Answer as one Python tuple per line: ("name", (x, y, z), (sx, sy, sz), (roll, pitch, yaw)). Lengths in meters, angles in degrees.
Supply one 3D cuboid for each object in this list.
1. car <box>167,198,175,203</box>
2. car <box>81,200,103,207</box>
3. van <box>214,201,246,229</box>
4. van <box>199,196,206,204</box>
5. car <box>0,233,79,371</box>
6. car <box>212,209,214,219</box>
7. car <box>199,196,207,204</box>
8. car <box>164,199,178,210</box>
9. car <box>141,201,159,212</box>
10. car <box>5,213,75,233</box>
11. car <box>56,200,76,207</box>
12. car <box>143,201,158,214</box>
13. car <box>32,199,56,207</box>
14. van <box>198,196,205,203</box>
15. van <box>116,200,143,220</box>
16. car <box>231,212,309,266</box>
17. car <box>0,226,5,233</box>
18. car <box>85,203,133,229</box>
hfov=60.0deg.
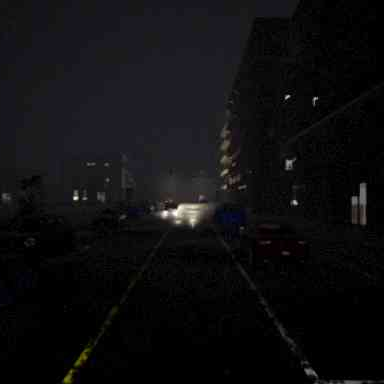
("car", (-5.691, 2.237, 89.302), (1.887, 1.381, 4.507), (1, 0, 0))
("car", (-19.727, 2.231, 65.968), (4.403, 1.369, 2.008), (0, -1, 1))
("van", (2.701, 1.540, 23.111), (1.690, 1.788, 3.998), (1, 0, 0))
("van", (2.693, 1.995, 83.759), (1.690, 1.788, 3.998), (1, 0, 0))
("car", (-3.100, 1.586, 4.209), (2.033, 1.411, 5.357), (0, -1, 0))
("car", (2.697, 1.811, 28.755), (1.947, 1.339, 4.313), (1, 0, 0))
("car", (2.691, 2.166, 78.178), (2.008, 1.369, 4.403), (1, 0, 0))
("car", (-3.007, 2.049, 49.137), (1.895, 1.301, 4.718), (0, 0, 0))
("car", (-5.653, 1.923, 45.658), (1.887, 1.381, 4.507), (1, 0, 0))
("car", (-5.647, 1.544, 11.786), (1.967, 1.590, 4.097), (1, 0, 0))
("car", (-25.208, 2.272, 66.042), (4.313, 1.339, 1.947), (0, -1, 1))
("car", (-5.650, 1.774, 40.013), (1.967, 1.590, 4.097), (1, 0, 0))
("car", (-26.385, 1.960, 57.423), (4.097, 1.590, 1.967), (0, -1, 1))
("van", (2.691, 2.071, 94.921), (1.690, 1.788, 3.998), (1, 0, 0))
("van", (-5.648, 1.586, 28.723), (1.690, 1.788, 3.998), (1, 0, 0))
("car", (2.699, 1.649, 11.818), (1.887, 1.381, 4.507), (1, 0, 0))
("car", (-5.652, 1.495, 6.139), (1.967, 1.590, 4.097), (1, -1, 0))
("car", (-5.649, 1.743, 23.075), (1.887, 1.381, 4.507), (1, 0, 0))
